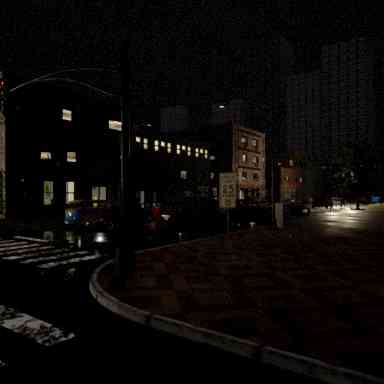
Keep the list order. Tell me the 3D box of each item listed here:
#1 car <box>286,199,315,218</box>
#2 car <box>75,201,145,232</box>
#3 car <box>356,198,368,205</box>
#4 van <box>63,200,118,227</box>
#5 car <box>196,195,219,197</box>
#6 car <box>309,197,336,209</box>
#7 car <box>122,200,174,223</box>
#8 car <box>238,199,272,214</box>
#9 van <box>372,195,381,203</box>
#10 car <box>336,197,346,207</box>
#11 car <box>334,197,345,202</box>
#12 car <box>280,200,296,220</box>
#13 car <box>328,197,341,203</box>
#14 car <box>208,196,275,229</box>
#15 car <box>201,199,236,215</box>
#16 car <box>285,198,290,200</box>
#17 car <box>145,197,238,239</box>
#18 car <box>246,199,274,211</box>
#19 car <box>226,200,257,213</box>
[{"bbox_3d":[9.742,1.657,31.292,1.947,1.339,4.313,-1,-1,35],"label":"car"},{"bbox_3d":[-4.558,1.539,21.112,1.882,1.535,5.008,0,0,35],"label":"car"},{"bbox_3d":[32.083,1.801,62.853,2.008,1.369,4.403,-1,-1,35],"label":"car"},{"bbox_3d":[-6.675,1.414,22.607,1.690,1.788,3.998,-1,0,35],"label":"van"},{"bbox_3d":[1.142,1.315,29.161,2.150,2.045,5.566,0,0,35],"label":"car"},{"bbox_3d":[19.505,1.536,49.560,2.097,1.767,4.553,0,0,35],"label":"car"},{"bbox_3d":[-3.484,1.531,27.114,1.967,1.590,4.097,-1,-1,35],"label":"car"},{"bbox_3d":[7.181,1.609,37.673,1.882,1.535,5.008,0,0,36],"label":"car"},{"bbox_3d":[44.848,1.694,80.891,1.690,1.788,3.998,-1,-1,35],"label":"van"},{"bbox_3d":[25.373,1.829,57.851,1.895,1.301,4.718,0,0,36],"label":"car"},{"bbox_3d":[38.007,1.936,85.728,1.887,1.381,4.507,-1,-1,35],"label":"car"},{"bbox_3d":[6.550,1.616,26.783,1.887,1.381,4.507,-1,-1,35],"label":"car"},{"bbox_3d":[34.816,1.915,81.219,2.008,1.369,4.403,-1,-1,35],"label":"car"},{"bbox_3d":[3.357,1.368,22.276,2.192,1.841,5.009,-1,-1,35],"label":"car"},{"bbox_3d":[2.900,1.570,36.133,1.967,1.590,4.097,-1,-1,35],"label":"car"},{"bbox_3d":[15.567,1.742,54.027,1.752,1.417,4.829,-1,-1,35],"label":"car"},{"bbox_3d":[0.166,1.350,17.767,2.192,1.841,5.009,-1,-1,35],"label":"car"},{"bbox_3d":[9.283,1.723,45.149,2.008,1.369,4.403,-1,-1,35],"label":"car"},{"bbox_3d":[6.091,1.701,40.640,2.008,1.369,4.403,-1,-1,35],"label":"car"}]
